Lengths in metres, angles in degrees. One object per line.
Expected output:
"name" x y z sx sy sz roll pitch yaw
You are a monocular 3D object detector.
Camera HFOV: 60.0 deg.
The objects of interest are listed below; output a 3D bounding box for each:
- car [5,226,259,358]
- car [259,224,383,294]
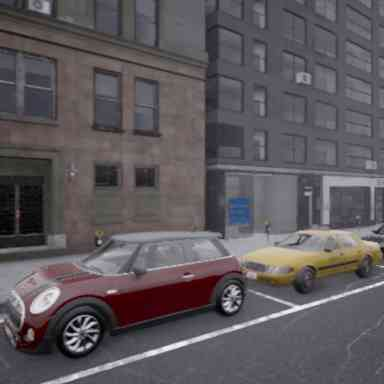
"car" -1.001 1.472 5.947 4.097 1.590 1.967 1 -1 -35
"car" 3.341 1.625 9.042 4.829 1.417 1.752 1 -1 -35
